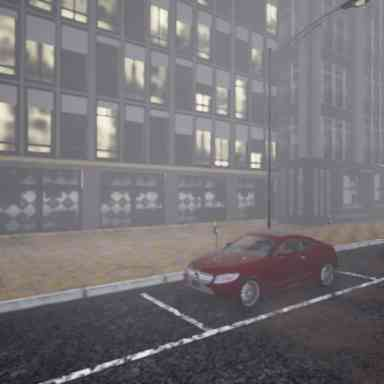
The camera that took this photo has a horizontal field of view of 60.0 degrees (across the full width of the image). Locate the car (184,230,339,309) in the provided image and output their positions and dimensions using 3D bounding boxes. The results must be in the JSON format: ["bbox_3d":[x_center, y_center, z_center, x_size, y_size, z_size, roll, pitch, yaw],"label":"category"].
[{"bbox_3d":[1.784,1.593,7.828,4.206,1.307,1.802,0,0,-36],"label":"car"}]
